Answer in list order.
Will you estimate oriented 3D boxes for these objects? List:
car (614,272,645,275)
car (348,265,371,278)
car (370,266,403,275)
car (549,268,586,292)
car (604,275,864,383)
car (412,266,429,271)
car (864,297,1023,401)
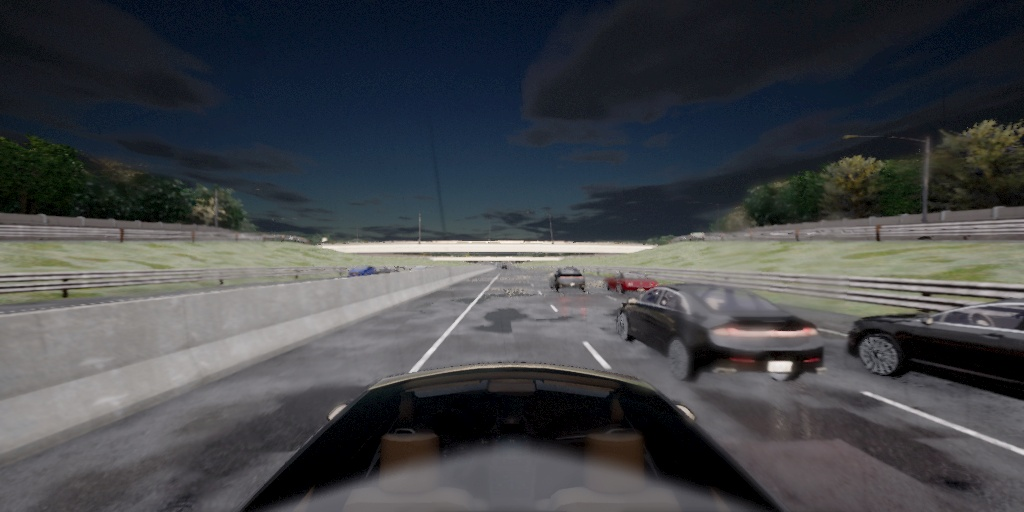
[{"bbox_3d":[7.052,1.606,21.881,1.895,1.301,4.718,0,-1,0],"label":"car"},{"bbox_3d":[-17.758,1.855,42.856,1.882,1.535,5.008,0,-1,0],"label":"car"},{"bbox_3d":[-14.252,1.953,41.545,1.895,1.301,4.718,0,-1,0],"label":"car"},{"bbox_3d":[3.543,1.523,23.547,2.128,1.511,4.902,0,-1,0],"label":"car"},{"bbox_3d":[3.594,1.300,7.236,2.128,1.511,4.902,0,-1,0],"label":"car"},{"bbox_3d":[-10.758,1.895,42.504,1.812,1.442,4.674,0,-1,0],"label":"car"},{"bbox_3d":[7.096,1.271,4.603,2.128,1.511,4.902,0,-1,0],"label":"car"}]
